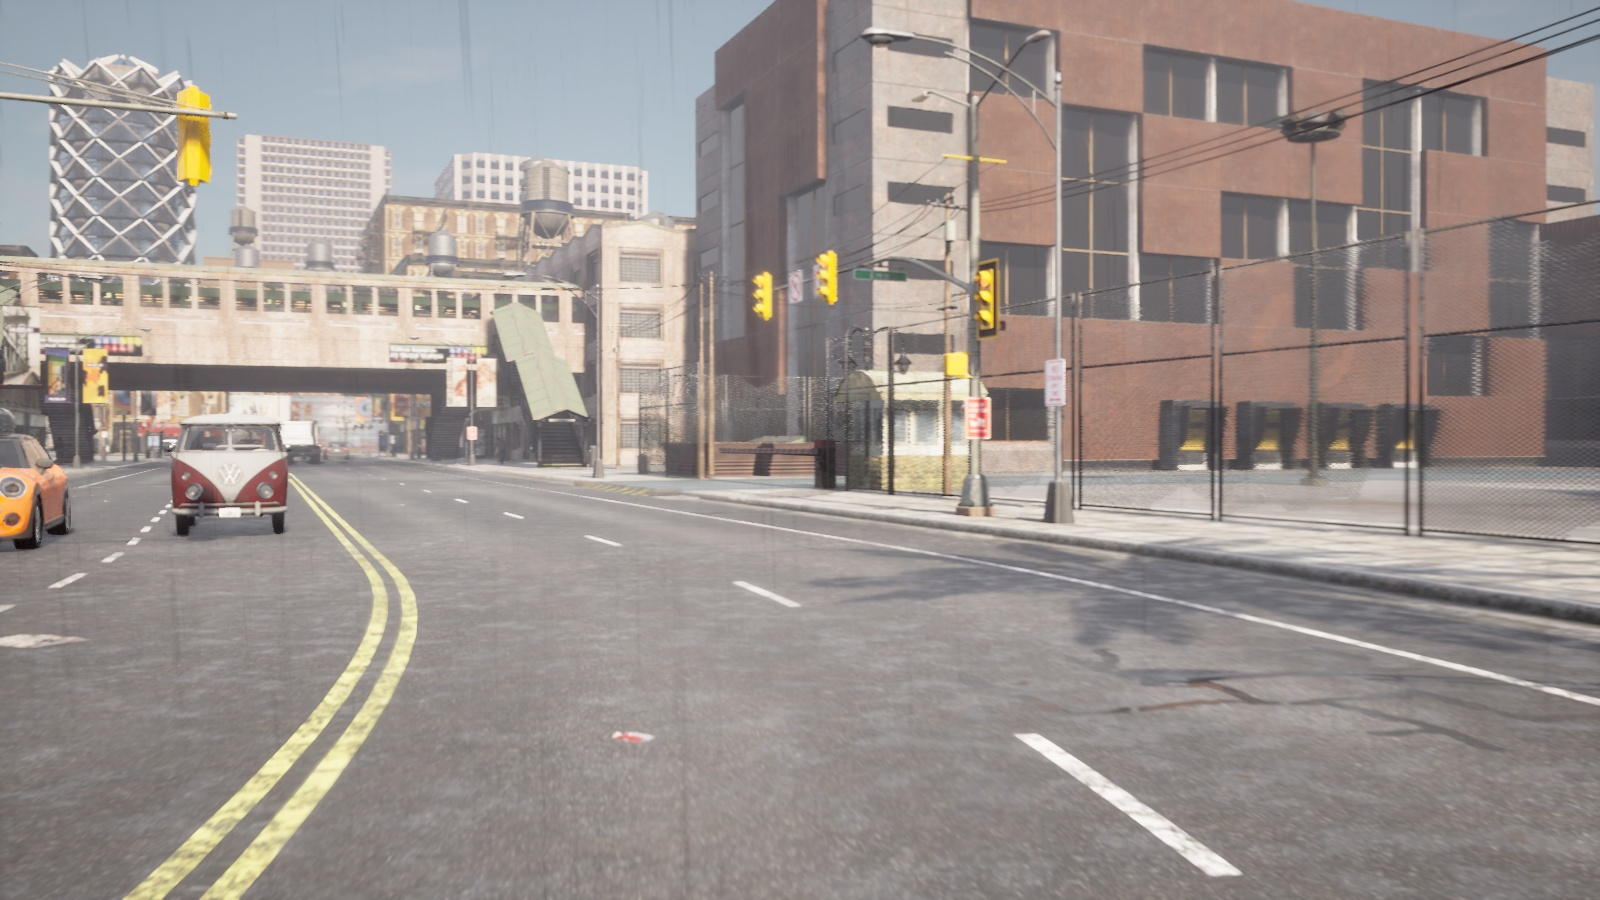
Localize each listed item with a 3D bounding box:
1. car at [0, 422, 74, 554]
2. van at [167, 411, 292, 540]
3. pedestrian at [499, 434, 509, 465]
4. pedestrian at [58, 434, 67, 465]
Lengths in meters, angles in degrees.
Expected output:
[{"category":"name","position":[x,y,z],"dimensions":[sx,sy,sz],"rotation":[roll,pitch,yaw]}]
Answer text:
[{"category":"car","position":[-12.275,0.503,18.613],"dimensions":[2.097,1.767,4.553],"rotation":[0,0,-23]},{"category":"van","position":[-9.808,0.379,21.740],"dimensions":[1.775,1.987,4.442],"rotation":[0,0,-23]},{"category":"pedestrian","position":[-17.947,-0.023,76.220],"dimensions":[0.540,1.848,0.694],"rotation":[0,0,-18]},{"category":"pedestrian","position":[-45.844,-0.027,78.076],"dimensions":[0.402,1.930,0.666],"rotation":[0,0,-22]}]
